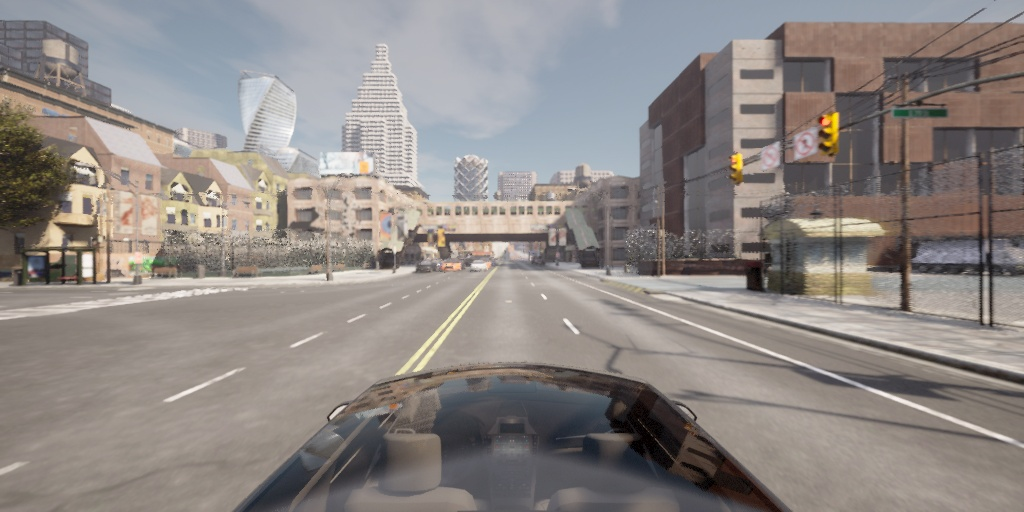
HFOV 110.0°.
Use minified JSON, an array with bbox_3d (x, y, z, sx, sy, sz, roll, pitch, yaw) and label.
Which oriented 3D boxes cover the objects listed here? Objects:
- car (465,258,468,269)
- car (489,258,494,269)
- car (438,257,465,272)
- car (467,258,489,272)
[{"bbox_3d":[-7.714,1.297,51.063,2.128,1.511,4.902,-1,1,0],"label":"car"},{"bbox_3d":[-4.296,1.094,55.591,2.097,1.767,4.553,0,0,-1],"label":"car"},{"bbox_3d":[-7.731,1.128,45.902,2.097,1.767,4.553,0,0,-1],"label":"car"},{"bbox_3d":[-4.201,1.275,45.445,1.812,1.442,4.674,0,0,-1],"label":"car"}]
